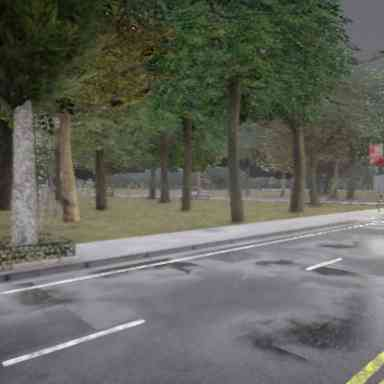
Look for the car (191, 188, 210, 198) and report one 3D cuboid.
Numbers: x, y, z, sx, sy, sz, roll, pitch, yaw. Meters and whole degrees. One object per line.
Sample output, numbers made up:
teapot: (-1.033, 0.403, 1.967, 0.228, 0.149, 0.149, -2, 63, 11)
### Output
car: (1.362, 0.199, 69.073, 2.150, 2.045, 5.566, -1, 1, -41)
